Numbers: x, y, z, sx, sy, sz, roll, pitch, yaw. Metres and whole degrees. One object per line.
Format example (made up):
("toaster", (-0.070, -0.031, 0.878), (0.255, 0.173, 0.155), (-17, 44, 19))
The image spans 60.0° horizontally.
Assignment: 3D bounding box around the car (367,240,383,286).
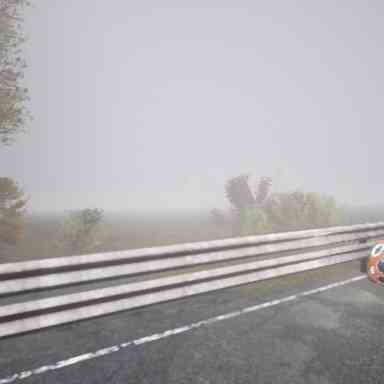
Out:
("car", (6.301, 1.349, 8.164), (4.553, 1.767, 2.097), (0, 0, -35))
